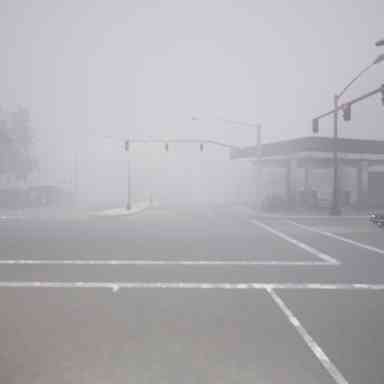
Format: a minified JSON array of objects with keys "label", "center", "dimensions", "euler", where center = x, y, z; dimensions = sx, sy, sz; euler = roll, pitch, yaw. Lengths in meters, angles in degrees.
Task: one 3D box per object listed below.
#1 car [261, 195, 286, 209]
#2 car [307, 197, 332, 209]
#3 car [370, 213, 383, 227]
[{"label":"car","center":[9.798,1.189,40.085],"dimensions":[2.242,1.667,4.611],"euler":[0,0,0]},{"label":"car","center":[15.545,1.348,40.834],"dimensions":[1.970,1.475,3.806],"euler":[0,0,0]},{"label":"car","center":[13.362,1.561,19.861],"dimensions":[4.718,1.301,1.895],"euler":[0,0,-1]}]
